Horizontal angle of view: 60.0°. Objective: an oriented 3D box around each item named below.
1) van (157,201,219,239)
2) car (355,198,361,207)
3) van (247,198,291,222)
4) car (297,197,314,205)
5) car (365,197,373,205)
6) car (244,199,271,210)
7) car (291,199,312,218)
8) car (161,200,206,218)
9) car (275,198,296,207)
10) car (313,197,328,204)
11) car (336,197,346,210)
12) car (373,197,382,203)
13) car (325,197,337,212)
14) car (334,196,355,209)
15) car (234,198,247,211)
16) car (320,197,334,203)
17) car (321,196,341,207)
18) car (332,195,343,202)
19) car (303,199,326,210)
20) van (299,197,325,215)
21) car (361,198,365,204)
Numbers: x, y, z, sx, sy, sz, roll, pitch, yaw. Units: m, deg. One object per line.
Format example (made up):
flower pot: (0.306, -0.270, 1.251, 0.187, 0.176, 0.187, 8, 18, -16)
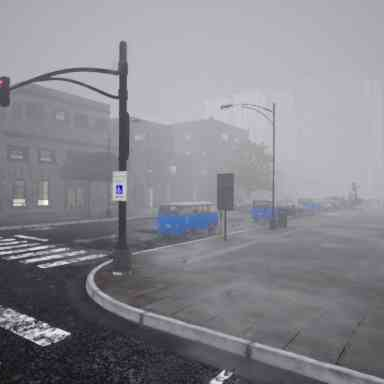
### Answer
van: (-0.099, 1.407, 17.652, 1.690, 1.788, 3.998, 0, 0, 35)
car: (25.307, 1.517, 53.791, 2.192, 1.841, 5.009, 0, 0, 35)
van: (6.252, 1.436, 26.687, 1.690, 1.788, 3.998, 0, 0, 35)
car: (21.635, 1.705, 63.141, 1.887, 1.381, 4.507, 0, 0, 35)
car: (34.832, 1.810, 67.342, 1.887, 1.381, 4.507, 0, 0, 35)
car: (8.933, 1.629, 45.073, 1.887, 1.381, 4.507, 0, 0, 35)
car: (9.427, 1.655, 31.203, 1.887, 1.381, 4.507, 0, 0, 35)
car: (-0.691, 1.558, 31.381, 1.752, 1.417, 4.829, 0, 0, 35)
car: (15.284, 1.665, 54.107, 1.887, 1.381, 4.507, 0, 0, 35)
car: (27.888, 1.728, 72.036, 1.752, 1.417, 4.829, 0, 0, 35)
car: (18.953, 1.729, 44.755, 1.947, 1.339, 4.313, 0, 0, 35)
car: (44.359, 1.899, 80.893, 1.947, 1.339, 4.313, 0, 0, 35)
car: (15.876, 1.671, 40.378, 1.752, 1.417, 4.829, 0, 0, 35)
car: (22.131, 1.497, 49.273, 2.192, 1.841, 5.009, 0, 0, 35)
car: (5.758, 1.506, 40.556, 1.967, 1.590, 4.097, 0, 0, 35)
car: (31.161, 1.792, 76.693, 1.947, 1.339, 4.313, 0, 0, 35)
car: (22.979, 1.533, 54.976, 2.097, 1.767, 4.553, 1, 0, 35)
car: (37.513, 1.712, 85.727, 1.967, 1.590, 4.097, 0, 0, 35)
car: (17.252, 1.710, 46.830, 1.994, 1.385, 4.181, 1, 0, 35)
van: (12.604, 1.469, 35.721, 1.690, 1.788, 3.998, 0, 0, 35)
car: (28.579, 1.748, 58.447, 1.752, 1.417, 4.829, 0, 0, 35)
